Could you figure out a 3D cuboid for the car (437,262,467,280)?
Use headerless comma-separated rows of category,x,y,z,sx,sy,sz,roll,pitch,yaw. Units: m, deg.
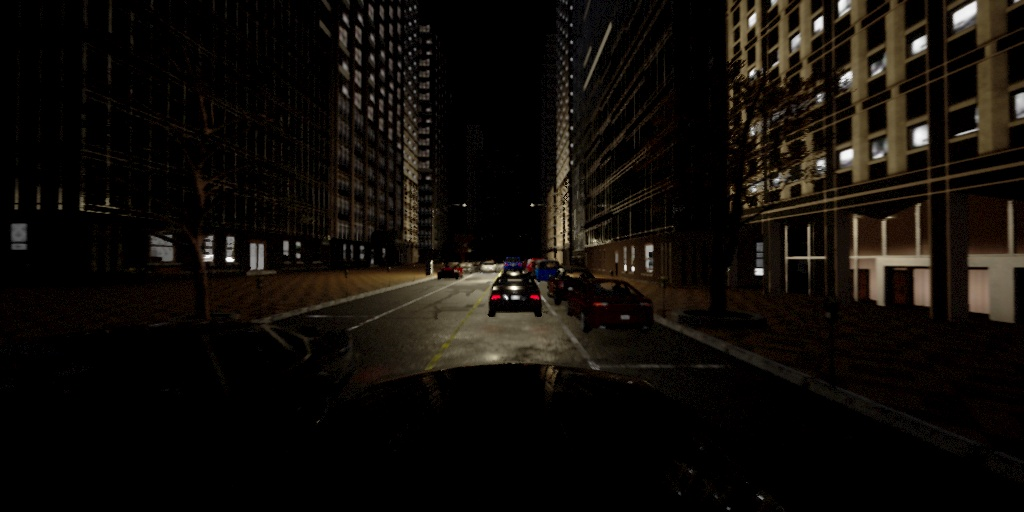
car,-5.678,1.331,33.315,1.967,1.591,4.097,0,0,0

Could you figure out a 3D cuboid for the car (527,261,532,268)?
car,2.702,1.441,33.341,2.007,1.370,4.403,0,0,0

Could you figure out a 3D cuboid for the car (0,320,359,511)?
car,-3.095,1.303,2.744,2.033,1.411,5.357,0,0,1

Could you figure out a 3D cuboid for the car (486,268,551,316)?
car,0.106,1.351,13.643,2.033,1.411,5.357,0,0,0

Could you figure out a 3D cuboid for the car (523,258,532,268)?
car,2.704,1.229,38.982,2.192,1.841,5.009,0,0,0

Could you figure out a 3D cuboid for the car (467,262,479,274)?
car,-5.675,1.489,44.600,2.007,1.370,4.403,0,0,0

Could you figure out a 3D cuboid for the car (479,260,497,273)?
car,-2.998,1.475,47.148,1.812,1.442,4.674,0,0,0

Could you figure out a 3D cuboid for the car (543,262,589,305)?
car,2.697,1.255,16.417,1.967,1.591,4.097,0,0,0

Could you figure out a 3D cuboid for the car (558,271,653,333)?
car,2.695,1.335,10.775,1.888,1.381,4.507,0,0,0

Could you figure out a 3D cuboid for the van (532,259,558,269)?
van,2.700,1.207,27.699,1.690,1.789,3.998,0,0,0

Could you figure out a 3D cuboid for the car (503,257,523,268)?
car,0.112,1.151,42.504,2.150,2.045,5.566,0,0,0
